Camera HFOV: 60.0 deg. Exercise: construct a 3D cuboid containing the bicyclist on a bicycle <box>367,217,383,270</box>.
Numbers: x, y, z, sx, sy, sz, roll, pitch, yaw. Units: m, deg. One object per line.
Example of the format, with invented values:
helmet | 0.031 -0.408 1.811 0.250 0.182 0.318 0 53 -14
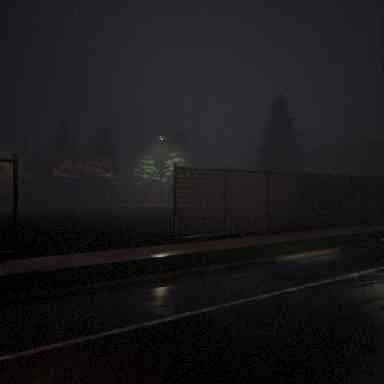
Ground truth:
bicyclist on a bicycle | 5.665 1.453 9.264 0.582 1.620 1.656 0 -2 -33
